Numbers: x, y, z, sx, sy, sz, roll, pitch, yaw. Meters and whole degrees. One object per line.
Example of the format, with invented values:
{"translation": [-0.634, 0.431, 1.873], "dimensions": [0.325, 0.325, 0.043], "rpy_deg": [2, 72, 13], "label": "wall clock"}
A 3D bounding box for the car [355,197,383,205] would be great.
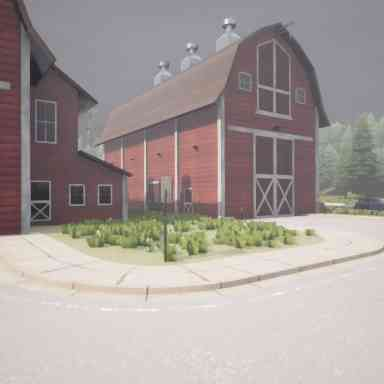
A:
{"translation": [20.138, 1.388, 36.086], "dimensions": [2.097, 1.767, 4.553], "rpy_deg": [0, 0, -34], "label": "car"}
